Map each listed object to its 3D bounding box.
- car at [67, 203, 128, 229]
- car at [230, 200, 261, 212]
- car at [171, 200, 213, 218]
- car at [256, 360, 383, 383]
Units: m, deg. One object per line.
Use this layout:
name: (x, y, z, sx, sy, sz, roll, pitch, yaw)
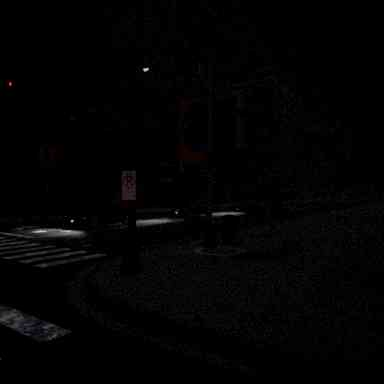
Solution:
car: (-5.969, 1.525, 22.215, 1.837, 1.490, 4.892, 0, 0, 32)
car: (6.425, 1.662, 39.694, 1.895, 1.301, 4.718, 0, 0, 35)
car: (0.073, 1.530, 30.724, 2.128, 1.511, 4.902, 0, 0, 35)
car: (2.150, 1.551, 1.312, 4.403, 1.369, 2.008, 0, 0, 36)
